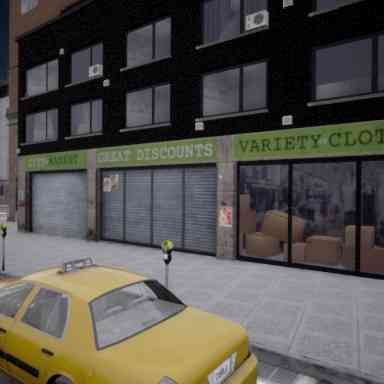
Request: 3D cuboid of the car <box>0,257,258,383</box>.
[{"bbox_3d":[-1.615,1.524,4.240,4.829,1.417,1.752,0,1,35],"label":"car"}]
